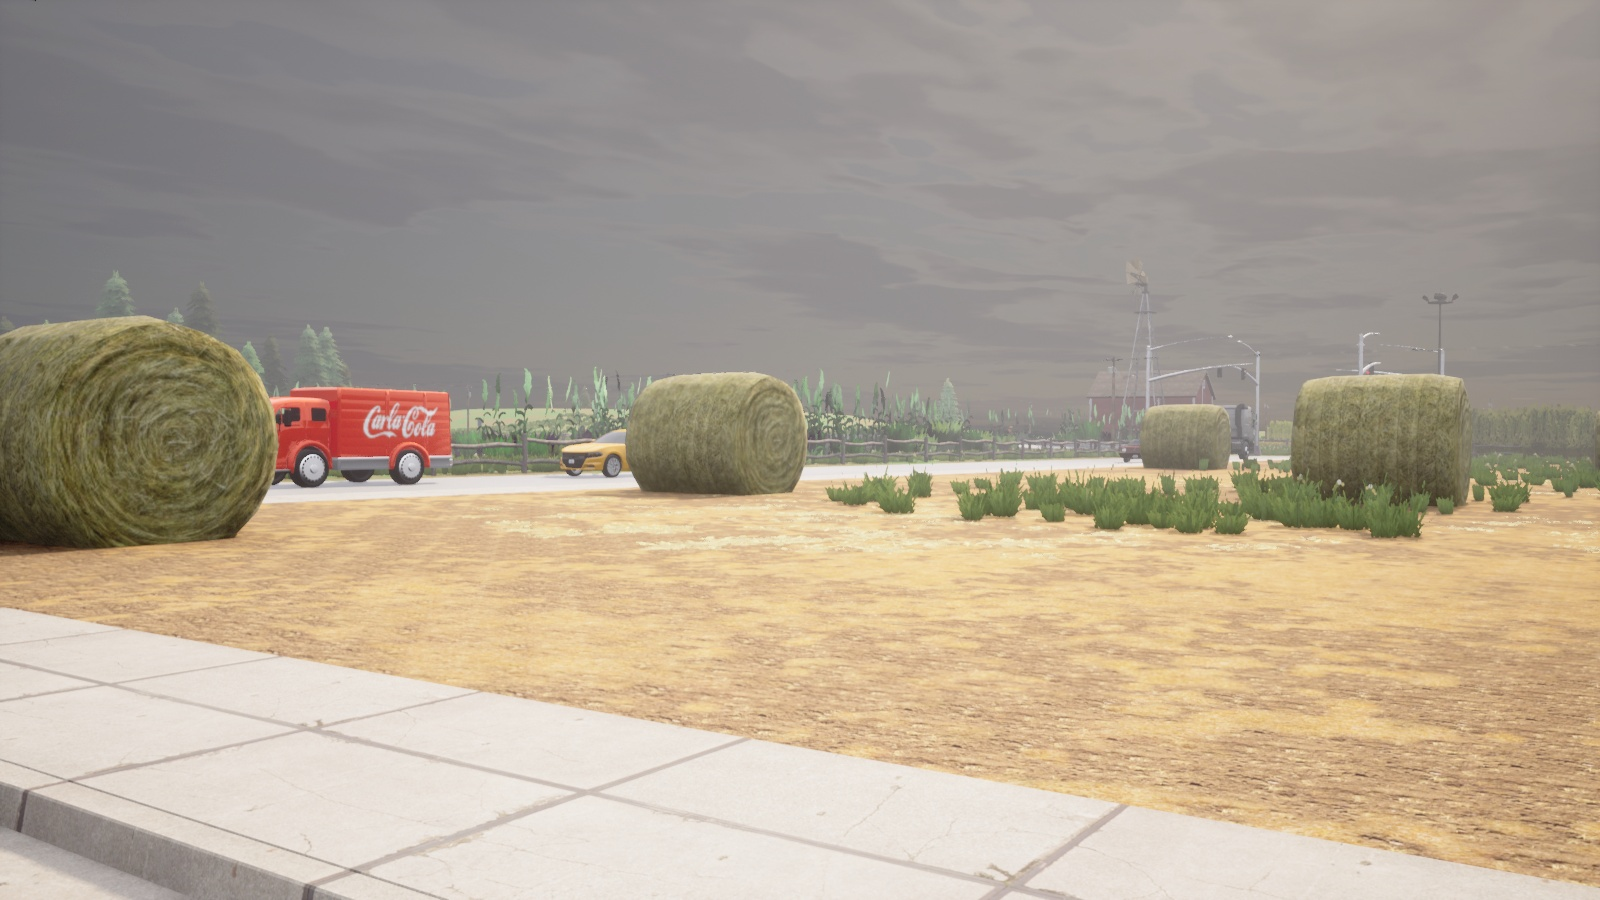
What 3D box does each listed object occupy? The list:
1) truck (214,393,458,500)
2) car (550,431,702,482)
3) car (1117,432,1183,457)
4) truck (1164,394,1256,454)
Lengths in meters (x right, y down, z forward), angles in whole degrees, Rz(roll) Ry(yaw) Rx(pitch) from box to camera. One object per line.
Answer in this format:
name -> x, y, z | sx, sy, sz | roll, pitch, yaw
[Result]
truck -> -11.702, -0.126, 32.009 | 2.627, 2.467, 5.204 | 0, 1, 36
car -> -5.506, 0.167, 40.422 | 1.882, 1.535, 5.008 | 0, 1, 36
car -> 18.892, -0.301, 67.641 | 1.895, 1.301, 4.718 | 0, 1, 36
truck -> 24.800, -1.547, 75.659 | 2.891, 3.462, 7.936 | 0, 1, 36
